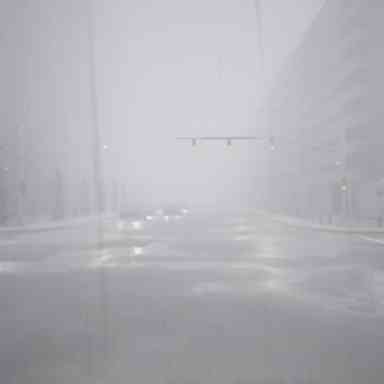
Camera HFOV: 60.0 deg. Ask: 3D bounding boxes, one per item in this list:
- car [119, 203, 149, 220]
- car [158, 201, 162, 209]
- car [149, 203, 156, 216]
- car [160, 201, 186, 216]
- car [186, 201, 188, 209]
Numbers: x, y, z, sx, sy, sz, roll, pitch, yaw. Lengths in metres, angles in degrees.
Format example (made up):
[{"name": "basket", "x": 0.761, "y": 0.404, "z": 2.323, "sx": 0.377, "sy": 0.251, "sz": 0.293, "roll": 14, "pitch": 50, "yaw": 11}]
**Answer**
[{"name": "car", "x": -5.981, "y": 1.963, "z": 33.614, "sx": 1.882, "sy": 1.535, "sz": 5.008, "roll": 0, "pitch": -1, "yaw": 2}, {"name": "car", "x": -5.060, "y": 2.319, "z": 60.686, "sx": 2.128, "sy": 1.511, "sz": 4.902, "roll": -1, "pitch": -1, "yaw": 2}, {"name": "car", "x": -5.646, "y": 2.102, "z": 40.825, "sx": 1.812, "sy": 1.442, "sz": 4.674, "roll": 0, "pitch": -1, "yaw": 0}, {"name": "car", "x": -2.257, "y": 2.092, "z": 40.580, "sx": 2.033, "sy": 1.411, "sz": 5.357, "roll": 0, "pitch": -1, "yaw": 2}, {"name": "car", "x": -1.638, "y": 2.264, "z": 58.600, "sx": 2.128, "sy": 1.511, "sz": 4.902, "roll": -1, "pitch": -1, "yaw": 2}]
